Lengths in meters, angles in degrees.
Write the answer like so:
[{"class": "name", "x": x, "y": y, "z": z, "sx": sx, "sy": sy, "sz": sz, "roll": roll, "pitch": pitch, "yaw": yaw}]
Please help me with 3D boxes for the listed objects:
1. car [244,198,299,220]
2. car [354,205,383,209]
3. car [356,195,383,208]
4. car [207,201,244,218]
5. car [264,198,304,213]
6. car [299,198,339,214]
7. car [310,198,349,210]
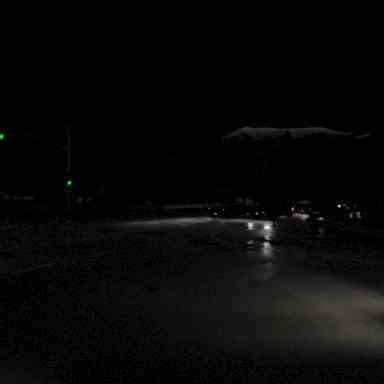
[{"class": "car", "x": 6.624, "y": 1.423, "z": 27.445, "sx": 1.837, "sy": 1.490, "sz": 4.892, "roll": 1, "pitch": 0, "yaw": 43}, {"class": "car", "x": 20.654, "y": 1.437, "z": 39.669, "sx": 4.902, "sy": 1.511, "sz": 2.128, "roll": 0, "pitch": 0, "yaw": -35}, {"class": "car", "x": 25.434, "y": 1.295, "z": 46.789, "sx": 4.553, "sy": 1.767, "sz": 2.097, "roll": 0, "pitch": 0, "yaw": -28}, {"class": "car", "x": 3.465, "y": 1.494, "z": 29.251, "sx": 1.895, "sy": 1.301, "sz": 4.718, "roll": 1, "pitch": 0, "yaw": 43}, {"class": "car", "x": 9.920, "y": 1.428, "z": 35.625, "sx": 4.674, "sy": 1.442, "sz": 1.812, "roll": 0, "pitch": 0, "yaw": -42}, {"class": "car", "x": 13.271, "y": 1.433, "z": 33.936, "sx": 4.892, "sy": 1.490, "sz": 1.837, "roll": 0, "pitch": 0, "yaw": -41}, {"class": "car", "x": 17.321, "y": 1.466, "z": 41.722, "sx": 5.357, "sy": 1.411, "sz": 2.033, "roll": 0, "pitch": 0, "yaw": -37}]
